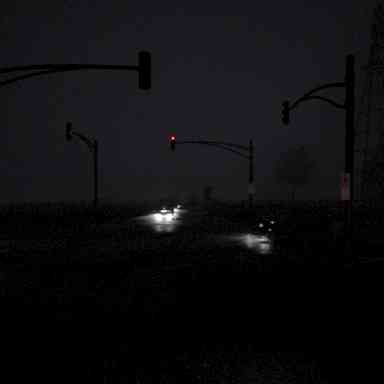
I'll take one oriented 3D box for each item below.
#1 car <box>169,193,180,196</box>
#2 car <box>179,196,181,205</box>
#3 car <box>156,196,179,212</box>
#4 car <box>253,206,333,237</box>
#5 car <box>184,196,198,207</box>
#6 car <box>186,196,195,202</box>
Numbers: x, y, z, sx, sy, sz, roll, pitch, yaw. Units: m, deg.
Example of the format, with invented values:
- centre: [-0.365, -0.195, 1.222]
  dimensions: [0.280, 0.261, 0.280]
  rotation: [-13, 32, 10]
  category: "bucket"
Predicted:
- centre: [-3.067, 1.216, 57.806]
  dimensions: [2.150, 2.045, 5.566]
  rotation: [0, 0, 0]
  category: "car"
- centre: [-3.019, 1.595, 47.454]
  dimensions: [1.895, 1.301, 4.718]
  rotation: [0, 0, 0]
  category: "car"
- centre: [-2.966, 1.485, 37.639]
  dimensions: [2.128, 1.511, 4.902]
  rotation: [0, 0, -1]
  category: "car"
- centre: [5.310, 1.468, 17.555]
  dimensions: [4.181, 1.385, 1.994]
  rotation: [-1, 1, -23]
  category: "car"
- centre: [-0.093, 1.346, 51.912]
  dimensions: [2.097, 1.767, 4.553]
  rotation: [0, 0, 0]
  category: "car"
- centre: [-0.341, 1.595, 78.353]
  dimensions: [1.895, 1.301, 4.718]
  rotation: [0, 0, 0]
  category: "car"
